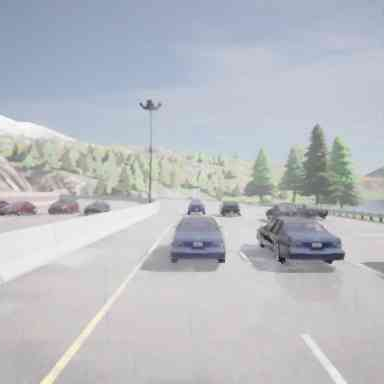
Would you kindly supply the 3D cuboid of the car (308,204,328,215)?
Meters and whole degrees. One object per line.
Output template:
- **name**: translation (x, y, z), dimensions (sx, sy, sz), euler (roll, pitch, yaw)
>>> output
- **car**: translation (10.949, 1.799, 31.194), dimensions (1.895, 1.301, 4.718), euler (0, 0, 1)

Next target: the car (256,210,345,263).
- **car**: translation (3.715, 1.624, 12.307), dimensions (2.033, 1.411, 5.357), euler (0, 0, 1)

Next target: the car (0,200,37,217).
- **car**: translation (-17.254, 1.632, 33.331), dimensions (1.812, 1.442, 4.674), euler (0, 0, 0)

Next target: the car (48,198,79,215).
- **car**: translation (-13.753, 1.484, 35.951), dimensions (2.097, 1.767, 4.553), euler (0, 0, 0)

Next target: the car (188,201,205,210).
- **car**: translation (0.480, 1.717, 37.546), dimensions (1.812, 1.442, 4.674), euler (0, 0, 0)

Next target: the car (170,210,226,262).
- **car**: translation (0.215, 1.612, 12.360), dimensions (2.033, 1.411, 5.357), euler (0, 0, 1)

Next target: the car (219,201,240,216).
- **car**: translation (3.981, 1.701, 35.610), dimensions (1.837, 1.490, 4.892), euler (0, 0, 0)

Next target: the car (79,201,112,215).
- **car**: translation (-10.218, 1.695, 36.423), dimensions (2.033, 1.411, 5.357), euler (0, 0, 0)

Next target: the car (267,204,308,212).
- **car**: translation (7.393, 1.713, 27.248), dimensions (2.033, 1.411, 5.357), euler (0, 0, 1)
